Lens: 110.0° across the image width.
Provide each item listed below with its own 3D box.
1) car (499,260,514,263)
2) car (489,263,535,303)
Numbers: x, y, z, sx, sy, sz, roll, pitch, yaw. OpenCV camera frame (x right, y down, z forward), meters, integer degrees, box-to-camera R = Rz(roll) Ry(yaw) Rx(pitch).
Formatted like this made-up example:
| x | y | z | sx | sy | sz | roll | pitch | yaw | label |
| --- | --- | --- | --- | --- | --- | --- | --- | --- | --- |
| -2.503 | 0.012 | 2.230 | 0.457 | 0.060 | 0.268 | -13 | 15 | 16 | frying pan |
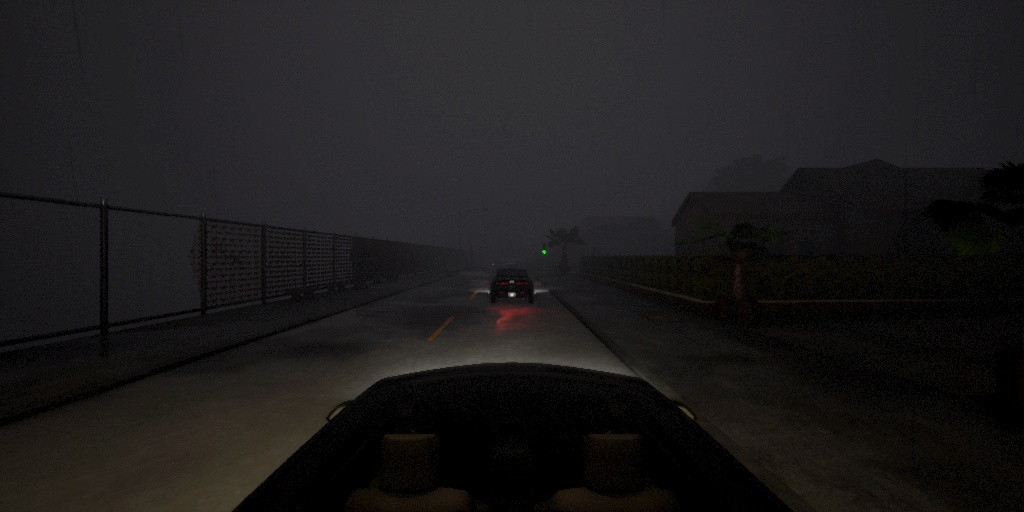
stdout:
| x | y | z | sx | sy | sz | roll | pitch | yaw | label |
| --- | --- | --- | --- | --- | --- | --- | --- | --- | --- |
| 0.000 | 1.282 | 31.499 | 1.812 | 1.442 | 4.674 | 0 | 0 | 0 | car |
| 0.000 | 1.265 | 16.499 | 1.837 | 1.490 | 4.892 | 0 | 0 | 0 | car |
